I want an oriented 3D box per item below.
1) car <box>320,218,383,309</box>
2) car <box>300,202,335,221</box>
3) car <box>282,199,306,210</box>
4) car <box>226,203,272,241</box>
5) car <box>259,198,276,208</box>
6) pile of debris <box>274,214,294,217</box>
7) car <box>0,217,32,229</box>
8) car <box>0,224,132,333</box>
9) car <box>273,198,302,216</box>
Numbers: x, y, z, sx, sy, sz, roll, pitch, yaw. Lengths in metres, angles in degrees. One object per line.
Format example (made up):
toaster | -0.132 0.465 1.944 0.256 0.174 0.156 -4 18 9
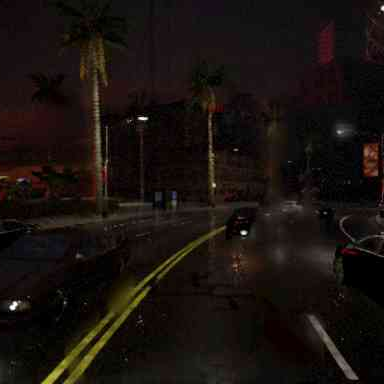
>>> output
car | 4.301 1.523 6.495 2.128 1.511 4.902 0 0 7
car | 10.551 1.635 27.313 2.033 1.411 5.357 0 0 27
car | 14.300 1.692 46.485 1.994 1.385 4.181 0 0 36
car | 2.908 1.538 16.950 1.837 1.490 4.892 0 0 15
car | 11.376 1.590 48.409 1.882 1.535 5.008 0 0 36
pile of debris | 8.953 2.258 32.222 1.500 0.140 1.860 0 0 29
car | -6.078 1.465 9.171 2.128 1.511 4.902 0 0 9
car | -2.910 1.538 7.383 2.033 1.411 5.357 0 0 8
car | 9.986 1.611 33.392 1.812 1.442 4.674 1 0 30
